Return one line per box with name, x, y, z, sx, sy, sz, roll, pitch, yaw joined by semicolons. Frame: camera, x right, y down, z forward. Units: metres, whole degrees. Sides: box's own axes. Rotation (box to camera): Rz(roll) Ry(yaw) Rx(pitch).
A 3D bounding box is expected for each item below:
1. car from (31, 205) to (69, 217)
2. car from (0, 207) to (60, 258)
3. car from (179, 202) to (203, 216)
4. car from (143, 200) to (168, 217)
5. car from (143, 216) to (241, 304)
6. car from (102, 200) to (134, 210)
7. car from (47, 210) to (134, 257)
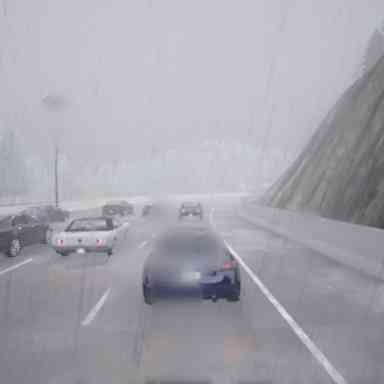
car;-10.674;1.640;23.986;2.033;1.411;5.357;-1;0;1
car;-7.176;1.577;13.090;1.837;1.490;4.892;-1;0;-1
car;-0.002;1.501;28.248;1.895;1.301;4.718;-1;0;3
car;-3.351;1.473;30.729;1.812;1.442;4.674;-1;0;3
car;-0.055;1.536;8.179;1.994;1.385;4.181;-1;0;-2
car;-6.827;1.481;31.099;1.882;1.535;5.008;-1;0;4
car;-3.676;1.615;13.044;1.895;1.301;4.718;-1;0;-1
